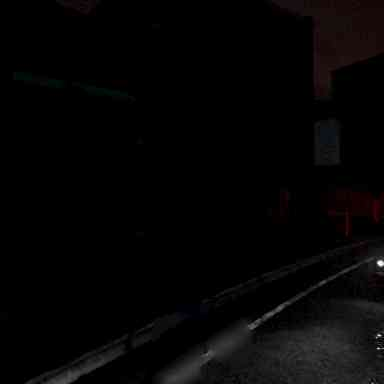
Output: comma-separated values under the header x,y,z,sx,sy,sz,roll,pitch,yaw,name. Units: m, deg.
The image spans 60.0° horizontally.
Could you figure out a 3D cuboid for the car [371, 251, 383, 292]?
x,y,z,sx,sy,sz,roll,pitch,yaw,name
5.915,1.564,7.878,1.895,1.301,4.718,2,1,45,car
